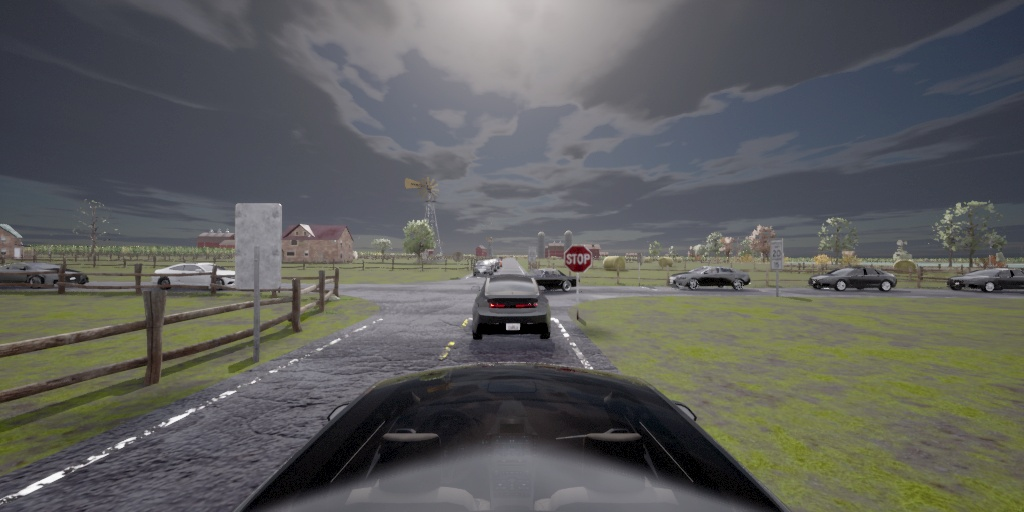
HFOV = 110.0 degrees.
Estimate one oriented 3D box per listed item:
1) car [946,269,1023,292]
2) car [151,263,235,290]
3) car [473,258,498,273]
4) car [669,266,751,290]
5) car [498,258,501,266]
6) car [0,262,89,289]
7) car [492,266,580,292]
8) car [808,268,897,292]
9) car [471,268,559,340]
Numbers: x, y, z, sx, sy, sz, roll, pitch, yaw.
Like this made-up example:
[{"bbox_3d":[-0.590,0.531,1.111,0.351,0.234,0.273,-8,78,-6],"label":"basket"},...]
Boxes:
[{"bbox_3d":[31.696,1.587,23.606,4.892,1.490,1.837,1,-1,-1],"label":"car"},{"bbox_3d":[-17.249,1.104,19.982,4.674,1.442,1.812,1,-1,-1],"label":"car"},{"bbox_3d":[-2.870,1.243,36.717,2.128,1.511,4.902,0,0,0],"label":"car"},{"bbox_3d":[12.792,1.396,23.309,4.902,1.511,2.128,1,-1,-2],"label":"car"},{"bbox_3d":[-2.865,1.241,46.162,2.128,1.511,4.902,0,0,0],"label":"car"},{"bbox_3d":[-26.369,1.048,19.858,4.181,1.385,1.994,1,-1,-1],"label":"car"},{"bbox_3d":[1.494,1.369,20.077,4.718,1.301,1.895,1,0,-35],"label":"car"},{"bbox_3d":[22.194,1.499,23.483,4.892,1.490,1.837,1,-1,-1],"label":"car"},{"bbox_3d":[-0.076,1.256,10.031,1.837,1.490,4.892,0,0,-2],"label":"car"}]
